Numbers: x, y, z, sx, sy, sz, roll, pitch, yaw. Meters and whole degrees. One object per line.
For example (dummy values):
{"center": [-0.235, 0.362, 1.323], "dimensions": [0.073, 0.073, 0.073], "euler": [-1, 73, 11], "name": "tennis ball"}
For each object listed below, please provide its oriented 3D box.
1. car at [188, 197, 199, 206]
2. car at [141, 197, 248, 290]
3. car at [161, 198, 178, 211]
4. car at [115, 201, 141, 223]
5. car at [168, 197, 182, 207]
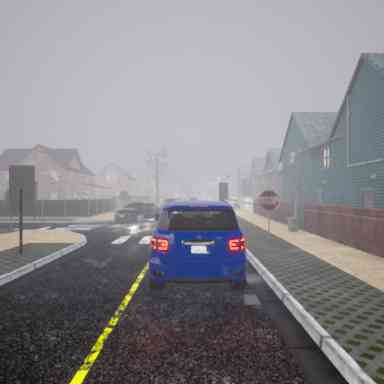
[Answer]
{"center": [0.224, 1.550, 55.775], "dimensions": [1.812, 1.442, 4.674], "euler": [0, 0, 0], "name": "car"}
{"center": [0.109, 1.224, 9.213], "dimensions": [2.150, 2.045, 5.566], "euler": [0, 0, -1], "name": "car"}
{"center": [-2.747, 1.541, 41.163], "dimensions": [1.812, 1.442, 4.674], "euler": [0, 0, 0], "name": "car"}
{"center": [-4.113, 1.519, 26.032], "dimensions": [1.837, 1.490, 4.892], "euler": [1, 0, 21], "name": "car"}
{"center": [-2.691, 1.571, 54.787], "dimensions": [2.033, 1.411, 5.357], "euler": [0, 0, 0], "name": "car"}
